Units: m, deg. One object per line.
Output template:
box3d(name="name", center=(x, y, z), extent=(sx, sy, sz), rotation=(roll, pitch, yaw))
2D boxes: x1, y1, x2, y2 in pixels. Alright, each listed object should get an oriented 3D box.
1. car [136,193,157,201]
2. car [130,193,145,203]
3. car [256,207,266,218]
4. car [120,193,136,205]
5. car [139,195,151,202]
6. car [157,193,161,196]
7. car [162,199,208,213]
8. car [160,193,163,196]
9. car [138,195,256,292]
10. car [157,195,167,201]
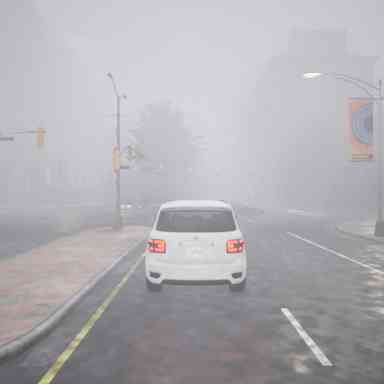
box3d(name="car", center=(-7.902, 1.352, 57.940), extent=(2.097, 1.767, 4.553), rotation=(0, 0, 0))
box3d(name="car", center=(-11.285, 1.225, 69.639), extent=(2.150, 2.045, 5.566), rotation=(0, 0, 0))
box3d(name="car", center=(3.724, 1.547, 29.277), extent=(5.357, 1.411, 2.033), rotation=(0, 0, 0))
box3d(name="car", center=(-11.384, 1.491, 59.720), extent=(2.128, 1.511, 4.902), rotation=(0, 0, 1))
box3d(name="car", center=(-11.252, 1.525, 80.077), extent=(2.128, 1.511, 4.902), rotation=(0, 0, 0))
box3d(name="car", center=(-7.818, 1.525, 66.824), extent=(1.812, 1.442, 4.674), rotation=(0, 0, 1))
box3d(name="car", center=(-0.711, 1.547, 38.301), extent=(5.357, 1.411, 2.033), rotation=(0, 0, -44))
box3d(name="car", center=(-7.764, 1.225, 76.441), extent=(2.150, 2.045, 5.566), rotation=(0, 0, 0))
box3d(name="car", center=(0.099, 1.221, 9.059), extent=(2.150, 2.045, 5.566), rotation=(0, 0, 0))
box3d(name="car", center=(-7.733, 1.552, 86.256), extent=(1.994, 1.385, 4.181), rotation=(0, 0, 0))
